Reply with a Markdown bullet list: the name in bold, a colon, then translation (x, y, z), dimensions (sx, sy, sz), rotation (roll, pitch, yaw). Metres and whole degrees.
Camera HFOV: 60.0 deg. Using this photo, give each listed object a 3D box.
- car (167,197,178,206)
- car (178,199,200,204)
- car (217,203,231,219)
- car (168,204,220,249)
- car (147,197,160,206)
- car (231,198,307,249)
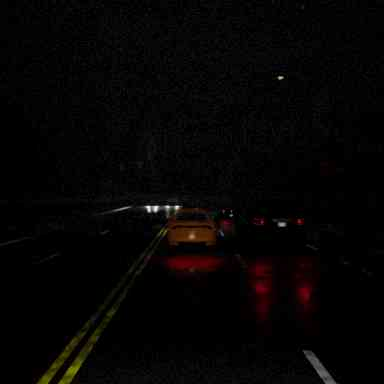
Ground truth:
- **car**: translation (-3.250, 1.606, 56.901), dimensions (1.812, 1.442, 4.674), rotation (0, 0, 0)
- **car**: translation (0.000, 1.505, 29.650), dimensions (1.882, 1.535, 5.008), rotation (0, 0, 0)
- **car**: translation (3.250, 1.637, 29.680), dimensions (1.895, 1.301, 4.718), rotation (0, 0, 0)
- **car**: translation (0.000, 1.491, 14.651), dimensions (1.882, 1.535, 5.008), rotation (0, 0, 0)
- **car**: translation (-6.500, 1.566, 56.901), dimensions (2.128, 1.511, 4.902), rotation (0, 0, 0)
- **car**: translation (3.250, 1.264, 14.681), dimensions (2.150, 2.045, 5.566), rotation (0, 0, 0)
